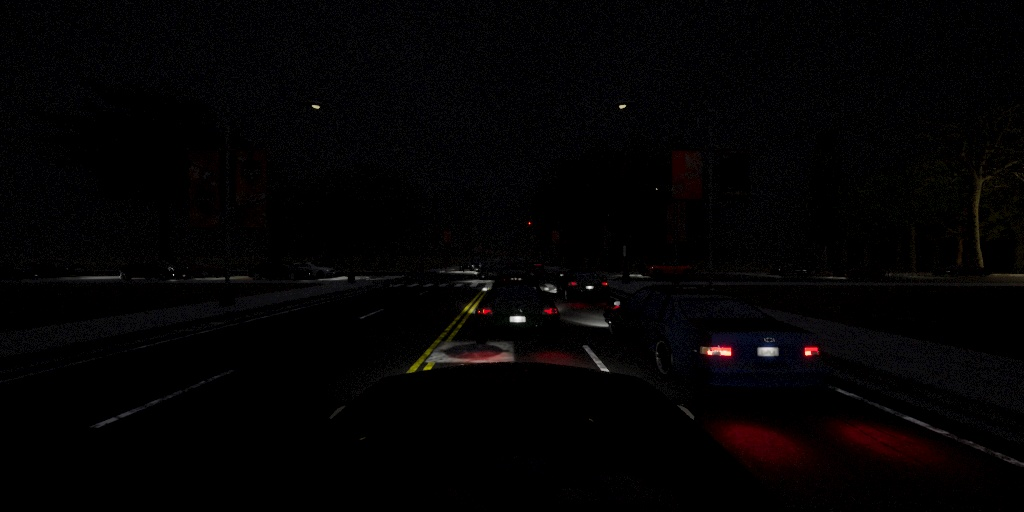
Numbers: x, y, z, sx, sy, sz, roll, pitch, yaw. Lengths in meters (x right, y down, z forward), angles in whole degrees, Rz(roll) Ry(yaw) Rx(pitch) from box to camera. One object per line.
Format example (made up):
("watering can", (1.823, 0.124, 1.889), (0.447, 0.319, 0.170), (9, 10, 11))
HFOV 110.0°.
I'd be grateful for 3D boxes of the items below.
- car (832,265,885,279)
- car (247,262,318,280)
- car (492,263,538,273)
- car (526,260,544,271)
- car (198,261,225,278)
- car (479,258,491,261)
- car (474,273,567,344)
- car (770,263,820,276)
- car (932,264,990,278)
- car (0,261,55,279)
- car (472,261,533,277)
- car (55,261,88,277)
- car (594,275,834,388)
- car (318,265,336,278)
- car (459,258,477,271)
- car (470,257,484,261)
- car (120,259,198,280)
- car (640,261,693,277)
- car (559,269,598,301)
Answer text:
("car", (35.939, 1.593, 37.231), (4.181, 1.385, 1.994), (0, 0, 0))
("car", (-19.446, 1.259, 30.139), (4.892, 1.490, 1.837), (0, 0, -1))
("car", (0.099, 1.284, 18.565), (1.837, 1.490, 4.892), (0, 0, 0))
("car", (3.544, 1.419, 52.688), (1.837, 1.490, 4.892), (0, 0, -2))
("car", (-29.373, 1.203, 33.295), (5.008, 1.535, 1.882), (0, 0, -1))
("car", (-3.313, 1.406, 52.753), (2.128, 1.511, 4.902), (0, 0, 0))
("car", (0.107, 1.321, 9.659), (1.994, 1.385, 4.181), (0, 0, 0))
("car", (31.897, 1.517, 40.456), (4.892, 1.490, 1.837), (1, 0, 0))
("car", (50.655, 1.652, 40.504), (5.008, 1.535, 1.882), (1, 0, 0))
("car", (-41.936, 1.282, 29.938), (4.718, 1.301, 1.895), (0, 0, 0))
("car", (-0.740, 1.367, 31.806), (2.033, 1.411, 5.357), (0, 0, 39))
("car", (-42.412, 1.178, 33.187), (4.902, 1.511, 2.128), (0, 0, 0))
("car", (3.352, 1.302, 7.207), (2.033, 1.411, 5.357), (0, 0, 0))
("car", (-18.923, 1.288, 33.396), (4.674, 1.442, 1.812), (0, 0, -1))
("car", (-6.565, 1.417, 52.201), (1.837, 1.490, 4.892), (0, 0, 0))
("car", (-6.550, 1.194, 62.076), (2.150, 2.045, 5.566), (0, 0, 0))
("car", (-29.738, 1.070, 30.043), (4.553, 1.767, 2.097), (0, 0, -1))
("car", (16.048, 1.274, 37.081), (4.553, 1.767, 2.097), (0, 0, -1))
("car", (3.358, 1.340, 17.553), (1.994, 1.385, 4.181), (0, 0, 0))
